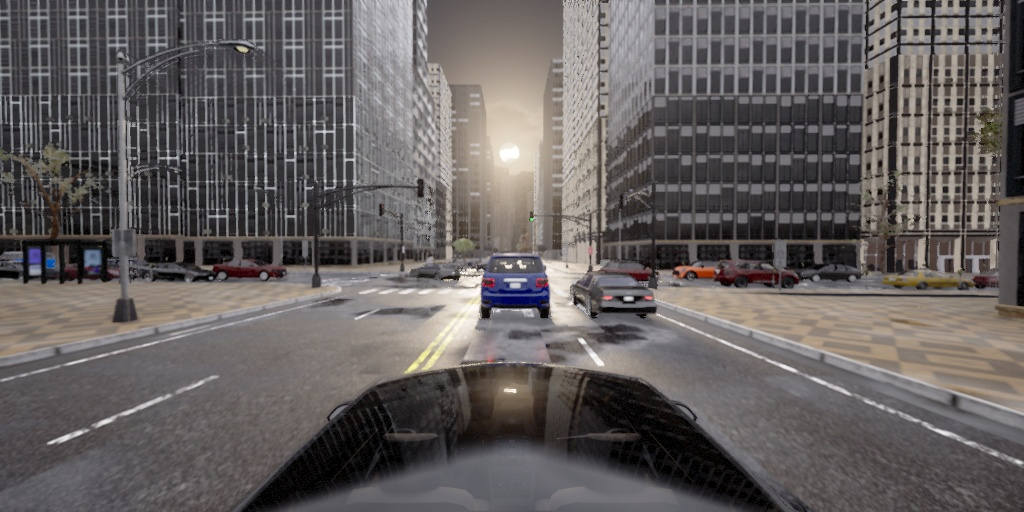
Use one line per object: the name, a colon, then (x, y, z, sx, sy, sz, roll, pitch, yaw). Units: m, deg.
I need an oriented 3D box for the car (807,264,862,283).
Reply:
car: (25.898, 1.384, 29.638, 4.892, 1.490, 1.837, 1, 1, 1)

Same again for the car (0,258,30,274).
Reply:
car: (-45.140, 0.838, 30.891, 4.718, 1.301, 1.895, 1, 1, 1)

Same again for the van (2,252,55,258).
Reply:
van: (-45.300, 0.528, 33.496, 3.998, 1.789, 1.690, 0, 0, 1)

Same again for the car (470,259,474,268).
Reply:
car: (-6.592, 1.175, 54.724, 1.895, 1.301, 4.718, 0, 0, 0)

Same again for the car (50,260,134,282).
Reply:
car: (-28.425, 1.083, 24.670, 4.207, 1.307, 1.802, 0, 0, 1)

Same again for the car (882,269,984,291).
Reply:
car: (27.633, 1.526, 23.835, 4.829, 1.417, 1.751, 0, 0, 1)

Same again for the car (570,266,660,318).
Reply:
car: (3.345, 1.263, 12.791, 2.033, 1.411, 5.357, 0, 0, 0)

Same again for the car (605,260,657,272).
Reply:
car: (8.588, 1.150, 26.131, 4.553, 1.767, 2.097, 0, 2, -28)

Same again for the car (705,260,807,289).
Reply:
car: (16.184, 1.216, 24.028, 5.009, 1.841, 2.192, 0, 0, 1)

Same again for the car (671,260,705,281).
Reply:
car: (15.770, 1.141, 29.831, 4.553, 1.767, 2.097, 0, 1, -1)

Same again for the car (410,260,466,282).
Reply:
car: (-5.993, 1.202, 27.868, 4.181, 1.385, 1.994, 1, 1, 36)

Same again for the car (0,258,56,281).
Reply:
car: (-34.105, 1.014, 24.841, 4.313, 1.339, 1.948, 0, 0, 1)

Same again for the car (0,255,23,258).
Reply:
car: (-39.550, 0.875, 27.585, 4.674, 1.442, 1.812, 1, 1, 1)

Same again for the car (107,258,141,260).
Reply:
car: (-29.278, 0.935, 27.376, 4.902, 1.511, 2.128, 1, 1, 1)

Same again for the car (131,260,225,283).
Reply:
car: (-22.741, 1.119, 24.539, 4.313, 1.339, 1.948, 0, 0, 1)

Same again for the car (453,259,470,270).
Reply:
car: (-6.619, 1.116, 44.421, 1.837, 1.490, 4.892, 0, 0, -1)

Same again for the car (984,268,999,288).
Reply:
car: (33.103, 1.632, 23.744, 4.207, 1.307, 1.802, 0, 0, 1)

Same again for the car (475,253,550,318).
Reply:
car: (0.099, 0.936, 12.915, 2.150, 2.045, 5.566, 0, 0, 0)

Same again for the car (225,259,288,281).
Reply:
car: (-19.776, 1.008, 27.186, 5.008, 1.535, 1.882, 1, 1, 0)
